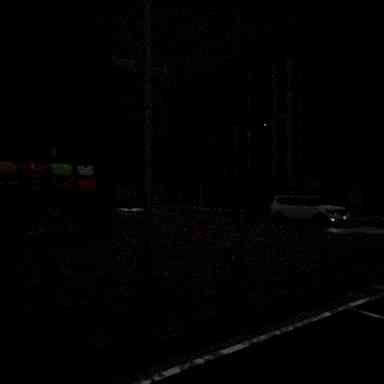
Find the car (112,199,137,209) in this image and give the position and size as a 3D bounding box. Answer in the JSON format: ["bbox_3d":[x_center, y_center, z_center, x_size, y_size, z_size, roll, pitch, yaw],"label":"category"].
[{"bbox_3d":[-9.838,1.664,47.891,2.033,1.411,5.357,0,0,-35],"label":"car"}]

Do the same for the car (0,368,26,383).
[{"bbox_3d":[-2.729,1.566,0.863,4.313,1.339,1.947,0,0,-36],"label":"car"}]

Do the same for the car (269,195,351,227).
[{"bbox_3d":[7.909,1.250,22.953,2.150,2.045,5.566,0,0,-36],"label":"car"}]
